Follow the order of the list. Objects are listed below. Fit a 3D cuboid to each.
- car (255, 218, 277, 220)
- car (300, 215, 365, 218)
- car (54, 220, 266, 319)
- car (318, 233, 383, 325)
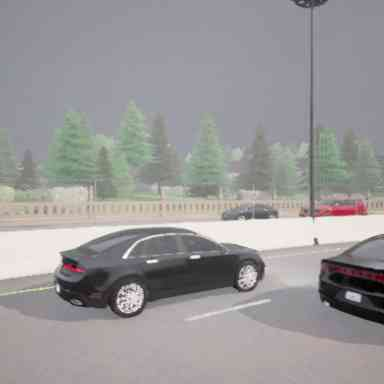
[{"bbox_3d":[4.668,1.677,26.658,4.892,1.490,1.837,0,-1,-26],"label":"car"},{"bbox_3d":[10.934,1.424,25.688,5.566,2.045,2.150,1,-1,-23],"label":"car"},{"bbox_3d":[-0.452,1.544,7.496,4.892,1.490,1.837,1,-1,-34],"label":"car"},{"bbox_3d":[4.691,1.538,6.619,5.008,1.535,1.882,0,-1,-32],"label":"car"}]
